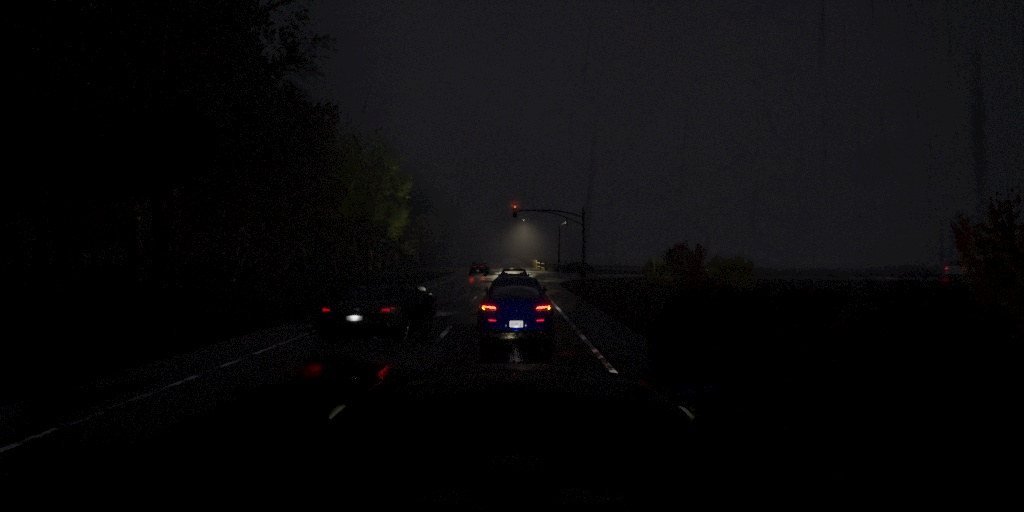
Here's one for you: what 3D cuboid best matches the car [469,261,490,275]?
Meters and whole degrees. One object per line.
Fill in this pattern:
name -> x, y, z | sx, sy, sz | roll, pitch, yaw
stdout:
car -> -3.401, 1.249, 38.115 | 2.128, 1.511, 4.902 | 0, 0, 0

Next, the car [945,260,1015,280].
car -> 48.549, 1.498, 37.192 | 5.566, 2.045, 2.150 | 1, -1, 0

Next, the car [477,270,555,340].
car -> 0.100, 1.278, 9.906 | 1.812, 1.442, 4.674 | 0, 0, 0

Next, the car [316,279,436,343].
car -> -3.401, 1.315, 9.741 | 1.994, 1.385, 4.181 | 0, 0, 0

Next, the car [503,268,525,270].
car -> 0.099, 1.318, 18.661 | 1.994, 1.385, 4.181 | 0, 0, 0

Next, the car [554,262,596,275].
car -> 7.443, 1.419, 42.541 | 4.892, 1.490, 1.837 | 1, 0, 21

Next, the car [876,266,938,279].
car -> 44.929, 1.845, 40.775 | 5.357, 1.411, 2.033 | 1, -1, 1

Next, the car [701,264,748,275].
car -> 24.180, 1.578, 40.896 | 4.892, 1.490, 1.837 | 1, -1, 0
